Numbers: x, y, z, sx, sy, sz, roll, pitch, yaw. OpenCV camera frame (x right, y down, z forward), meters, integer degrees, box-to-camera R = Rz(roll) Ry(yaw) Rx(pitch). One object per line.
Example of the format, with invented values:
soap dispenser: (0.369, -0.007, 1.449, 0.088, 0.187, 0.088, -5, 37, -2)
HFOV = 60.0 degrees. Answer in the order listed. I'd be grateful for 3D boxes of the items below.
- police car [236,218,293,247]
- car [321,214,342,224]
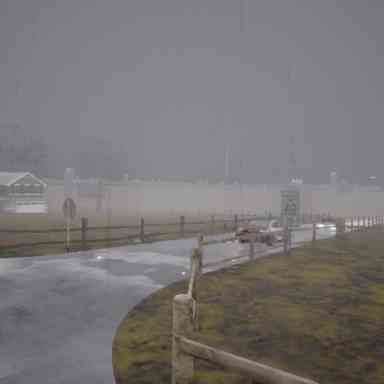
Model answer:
police car: (4.666, 2.399, 20.480, 2.038, 1.542, 4.974, 1, -2, 35)
car: (19.367, 3.747, 46.244, 1.895, 1.301, 4.718, 1, -2, 35)
